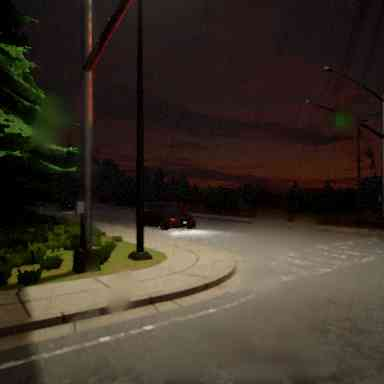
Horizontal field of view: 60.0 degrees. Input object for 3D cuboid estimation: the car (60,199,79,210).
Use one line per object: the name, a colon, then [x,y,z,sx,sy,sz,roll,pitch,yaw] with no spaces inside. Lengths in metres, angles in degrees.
car: [-14.328,1.531,39.691,1.837,1.490,4.892,0,0,-34]

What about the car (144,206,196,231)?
car: [-1.530,1.589,20.894,1.994,1.385,4.181,0,0,-34]
